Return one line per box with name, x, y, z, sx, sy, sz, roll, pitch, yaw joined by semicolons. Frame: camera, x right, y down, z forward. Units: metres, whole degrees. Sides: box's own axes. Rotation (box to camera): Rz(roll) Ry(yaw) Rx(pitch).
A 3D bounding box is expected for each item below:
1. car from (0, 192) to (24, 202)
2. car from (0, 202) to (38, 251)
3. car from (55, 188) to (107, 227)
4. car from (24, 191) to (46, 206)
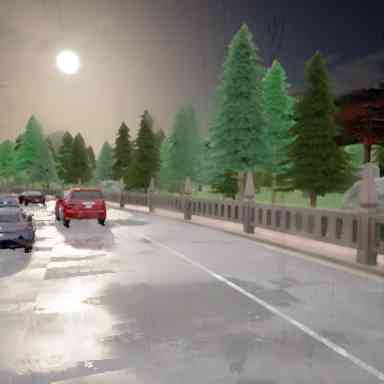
car;-15.644;0.835;27.448;2.033;1.411;5.357;0;1;-35
car;-6.772;1.253;12.002;1.994;1.385;4.181;0;1;-25
car;-6.573;0.777;19.368;2.150;2.045;5.566;0;1;-28
car;-16.787;0.616;34.723;1.882;1.535;5.008;0;1;-38
